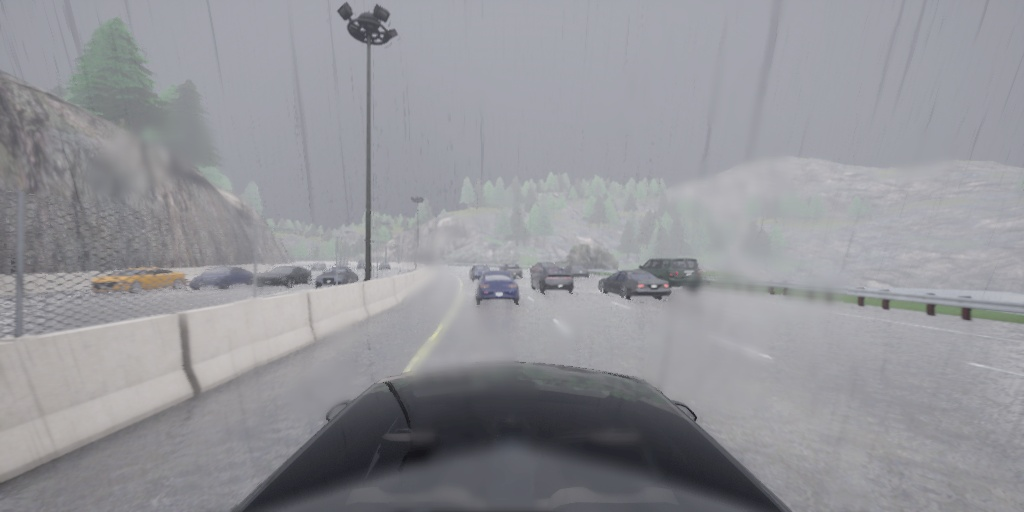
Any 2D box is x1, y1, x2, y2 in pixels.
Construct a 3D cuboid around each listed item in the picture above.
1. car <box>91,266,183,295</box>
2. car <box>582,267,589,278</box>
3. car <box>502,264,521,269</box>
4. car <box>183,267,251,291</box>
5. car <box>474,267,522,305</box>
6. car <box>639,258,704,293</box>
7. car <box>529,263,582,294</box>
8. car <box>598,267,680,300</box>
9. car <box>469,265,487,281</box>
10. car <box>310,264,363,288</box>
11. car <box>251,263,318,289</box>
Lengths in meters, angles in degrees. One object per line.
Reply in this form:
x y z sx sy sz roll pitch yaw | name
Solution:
-22.592 1.421 21.977 1.882 1.535 5.008 0 -1 -8 | car
6.701 1.627 38.685 1.994 1.385 4.181 0 0 -11 | car
-0.196 1.552 37.547 2.128 1.511 4.902 0 0 -11 | car
-19.396 1.487 24.365 1.812 1.442 4.674 0 -1 -9 | car
-0.720 1.407 16.855 1.812 1.442 4.674 0 -1 -5 | car
9.311 1.139 22.025 2.150 2.045 5.566 0 0 -6 | car
2.318 1.412 21.549 2.128 1.511 4.902 0 0 -6 | car
6.173 1.438 18.695 2.033 1.411 5.357 0 -1 -5 | car
-3.021 1.577 33.930 2.033 1.411 5.357 0 -1 -11 | car
-12.591 1.534 26.050 1.994 1.385 4.181 0 -1 -9 | car
-16.043 1.447 25.595 1.882 1.535 5.008 0 -1 -9 | car
